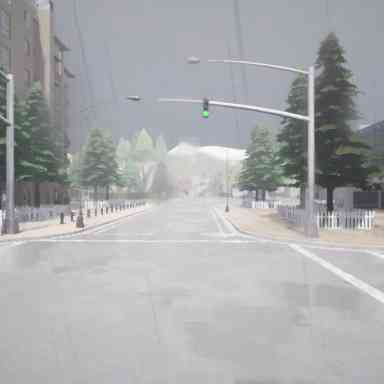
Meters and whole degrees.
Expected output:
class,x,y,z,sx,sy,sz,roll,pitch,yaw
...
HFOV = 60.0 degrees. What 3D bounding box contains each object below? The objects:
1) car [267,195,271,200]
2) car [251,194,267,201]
class,x,y,z,sx,sy,sz,roll,pitch,yaw
car,19.048,1.418,85.884,1.970,1.475,3.806,0,0,2
car,15.768,1.407,78.591,1.845,1.501,3.633,0,0,2
